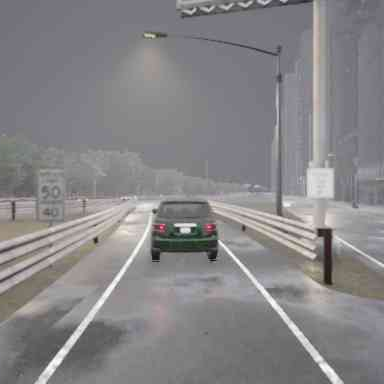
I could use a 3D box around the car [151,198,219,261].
[{"bbox_3d":[-0.334,1.218,12.442,2.150,2.045,5.566,0,0,-3],"label":"car"}]
